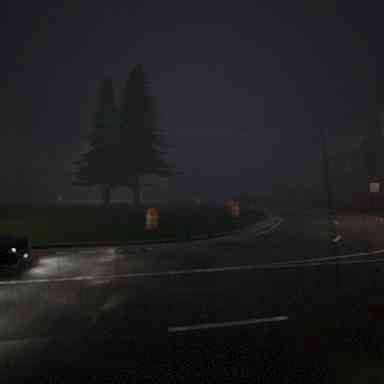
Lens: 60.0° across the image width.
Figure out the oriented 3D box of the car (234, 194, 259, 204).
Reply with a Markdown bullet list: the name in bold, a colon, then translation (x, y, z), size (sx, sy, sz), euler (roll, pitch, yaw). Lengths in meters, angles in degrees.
- **car**: translation (7.852, 0.996, 48.093), size (1.812, 1.442, 4.674), euler (0, 1, -22)

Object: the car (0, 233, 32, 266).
- **car**: translation (-7.335, 1.431, 8.878), size (5.357, 1.411, 2.033), euler (0, 1, -14)
